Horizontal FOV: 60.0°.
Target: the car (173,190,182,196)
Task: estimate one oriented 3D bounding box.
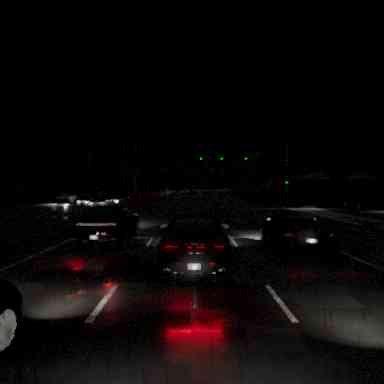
[{"bbox_3d":[-3.531,0.378,78.827,1.895,1.301,4.718,0,1,0],"label":"car"}]

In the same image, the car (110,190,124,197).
[{"bbox_3d":[-17.531,0.322,78.256,2.033,1.411,5.357,0,1,0],"label":"car"}]

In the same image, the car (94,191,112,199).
[{"bbox_3d":[-17.526,0.537,65.880,2.033,1.411,5.357,0,1,0],"label":"car"}]

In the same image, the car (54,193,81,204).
[{"bbox_3d":[-17.612,0.826,46.748,1.812,1.442,4.674,0,1,0],"label":"car"}]

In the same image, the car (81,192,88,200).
[{"bbox_3d":[-17.596,0.723,55.497,1.994,1.385,4.181,0,1,0],"label":"car"}]

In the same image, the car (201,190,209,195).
[{"bbox_3d":[3.465,0.103,88.989,1.895,1.301,4.718,0,1,0],"label":"car"}]

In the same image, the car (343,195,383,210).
[{"bbox_3d":[17.958,1.005,33.655,4.902,1.511,2.128,0,1,3],"label":"car"}]

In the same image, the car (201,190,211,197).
[{"bbox_3d":[3.469,0.251,78.540,1.882,1.535,5.008,0,1,0],"label":"car"}]

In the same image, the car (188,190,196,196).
[{"bbox_3d":[-0.031,0.277,79.177,1.837,1.490,4.892,0,1,0],"label":"car"}]

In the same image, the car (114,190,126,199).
[{"bbox_3d":[-14.065,0.664,61.449,1.895,1.301,4.718,0,1,0],"label":"car"}]

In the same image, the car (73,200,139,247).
[{"bbox_3d":[-3.414,1.320,13.996,2.128,1.511,4.902,0,1,0],"label":"car"}]

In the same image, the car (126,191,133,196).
[{"bbox_3d":[-14.028,0.430,72.108,2.033,1.411,5.357,0,1,0],"label":"car"}]

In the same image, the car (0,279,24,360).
[{"bbox_3d":[-3.404,1.495,2.991,1.837,1.490,4.892,0,1,0],"label":"car"}]

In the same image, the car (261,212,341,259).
[{"bbox_3d":[3.745,1.424,12.104,1.994,1.385,4.181,0,1,3],"label":"car"}]

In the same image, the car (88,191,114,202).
[{"bbox_3d":[-14.108,0.699,51.637,1.882,1.535,5.008,0,1,0],"label":"car"}]

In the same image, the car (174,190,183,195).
[{"bbox_3d":[-3.535,0.159,88.954,2.033,1.411,5.357,0,1,0],"label":"car"}]

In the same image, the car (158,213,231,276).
[{"bbox_3d":[0.076,1.397,9.915,1.837,1.490,4.892,0,1,0],"label":"car"}]
